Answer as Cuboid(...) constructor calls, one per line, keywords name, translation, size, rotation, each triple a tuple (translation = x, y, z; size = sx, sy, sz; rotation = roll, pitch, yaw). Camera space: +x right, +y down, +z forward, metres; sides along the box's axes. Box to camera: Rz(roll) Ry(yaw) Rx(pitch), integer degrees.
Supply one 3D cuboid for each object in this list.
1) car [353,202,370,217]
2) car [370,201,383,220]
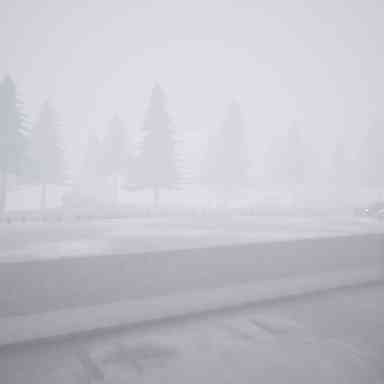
Cuboid(name="car", translation=(17.124, 1.553, 30.342), size=(4.892, 1.490, 1.837), rotation=(1, 0, -16))
Cuboid(name="car", translation=(17.153, 1.581, 26.708), size=(4.674, 1.442, 1.812), rotation=(0, 0, -16))
